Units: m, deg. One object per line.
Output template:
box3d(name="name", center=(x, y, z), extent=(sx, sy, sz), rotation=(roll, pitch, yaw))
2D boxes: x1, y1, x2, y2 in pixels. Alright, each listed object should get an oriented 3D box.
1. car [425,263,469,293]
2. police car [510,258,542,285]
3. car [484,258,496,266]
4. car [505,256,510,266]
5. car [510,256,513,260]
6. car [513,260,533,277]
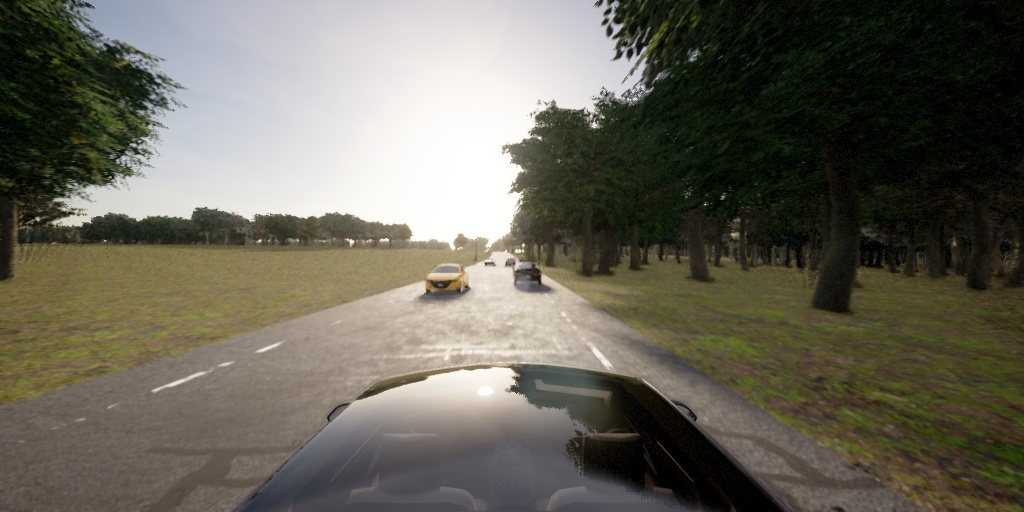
box3d(name="car", center=(-3.603, 1.182, 20.567), extent=(1.882, 1.535, 5.008), rotation=(0, 0, 0))
box3d(name="police car", center=(1.032, 1.111, 25.531), extent=(1.930, 1.638, 5.238), rotation=(0, 0, 0))
box3d(name="car", center=(-3.772, 0.986, 62.055), extent=(2.033, 1.411, 5.357), rotation=(0, 0, 0))
box3d(name="car", center=(-0.235, 1.012, 61.175), extent=(1.994, 1.385, 4.181), rotation=(0, 0, 0))
box3d(name="car", center=(0.968, 1.055, 41.621), extent=(1.801, 1.575, 5.366), rotation=(0, 0, 0))
box3d(name="car", center=(1.000, 1.163, 35.428), extent=(1.812, 1.442, 4.674), rotation=(0, 0, 0))
